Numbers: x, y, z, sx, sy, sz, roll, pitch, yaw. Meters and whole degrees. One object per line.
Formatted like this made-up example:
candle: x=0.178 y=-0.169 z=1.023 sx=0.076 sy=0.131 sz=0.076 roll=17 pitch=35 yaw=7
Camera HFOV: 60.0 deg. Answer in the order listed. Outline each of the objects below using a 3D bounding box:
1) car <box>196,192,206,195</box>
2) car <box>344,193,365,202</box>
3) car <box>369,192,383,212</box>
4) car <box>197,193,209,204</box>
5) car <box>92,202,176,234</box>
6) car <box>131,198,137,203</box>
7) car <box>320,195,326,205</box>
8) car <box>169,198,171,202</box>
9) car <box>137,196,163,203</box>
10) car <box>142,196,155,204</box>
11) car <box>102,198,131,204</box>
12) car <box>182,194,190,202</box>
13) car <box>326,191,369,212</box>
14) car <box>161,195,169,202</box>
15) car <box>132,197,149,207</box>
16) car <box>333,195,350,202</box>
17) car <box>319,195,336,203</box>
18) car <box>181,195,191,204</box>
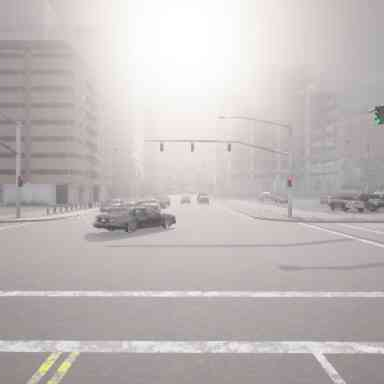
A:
car: x=2.202 y=1.051 z=74.466 sx=2.150 sy=2.045 sz=5.566 roll=0 pitch=0 yaw=0
car: x=33.363 y=1.153 z=68.436 sx=1.932 sy=1.855 sz=4.605 roll=0 pitch=0 yaw=0
car: x=19.470 y=1.156 z=35.750 sx=1.905 sy=1.878 sz=3.866 roll=0 pitch=0 yaw=0
car: x=2.284 y=1.477 z=64.662 sx=1.882 sy=1.535 sz=5.008 roll=0 pitch=0 yaw=0
car: x=-3.222 y=1.547 z=19.551 sx=2.033 sy=1.411 sz=5.357 roll=0 pitch=0 yaw=36
car: x=-8.130 y=1.526 z=43.388 sx=1.812 sy=1.442 sz=4.674 roll=0 pitch=0 yaw=0
car: x=22.090 y=1.395 z=53.230 sx=1.970 sy=1.475 sz=3.806 roll=0 pitch=0 yaw=0
car: x=-4.727 y=1.352 z=55.923 sx=2.097 sy=1.767 sz=4.553 roll=0 pitch=0 yaw=0
car: x=-4.584 y=1.505 z=36.864 sx=1.837 sy=1.490 sz=4.892 roll=0 pitch=0 yaw=0
car: x=-8.255 y=1.477 z=64.088 sx=1.882 sy=1.535 sz=5.008 roll=0 pitch=0 yaw=0
car: x=-8.061 y=1.491 z=34.239 sx=2.128 sy=1.511 sz=4.902 roll=0 pitch=0 yaw=0
car: x=-1.298 y=1.303 z=74.407 sx=1.882 sy=1.535 sz=5.008 roll=0 pitch=0 yaw=0
car: x=16.575 y=1.153 z=35.790 sx=1.932 sy=1.855 sz=4.605 roll=0 pitch=0 yaw=0
car: x=-4.658 y=1.352 z=46.007 sx=2.097 sy=1.767 sz=4.553 roll=0 pitch=0 yaw=-1
car: x=-8.217 y=1.564 z=53.383 sx=1.994 sy=1.385 sz=4.181 roll=0 pitch=0 yaw=-1
car: x=30.680 y=1.364 z=68.373 sx=1.784 sy=1.438 sz=3.905 roll=0 pitch=0 yaw=0
car: x=27.785 y=1.395 z=68.360 sx=1.970 sy=1.475 sz=3.806 roll=0 pitch=0 yaw=0
car: x=-1.222 y=1.601 z=65.336 sx=1.895 sy=1.301 sz=4.718 roll=0 pitch=0 yaw=0
